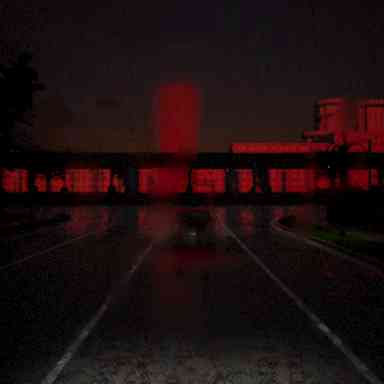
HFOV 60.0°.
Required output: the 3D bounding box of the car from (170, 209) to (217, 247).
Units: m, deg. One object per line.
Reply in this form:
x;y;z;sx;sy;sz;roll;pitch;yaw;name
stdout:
0.075;1.535;15.244;1.882;1.535;5.008;0;0;0;car
